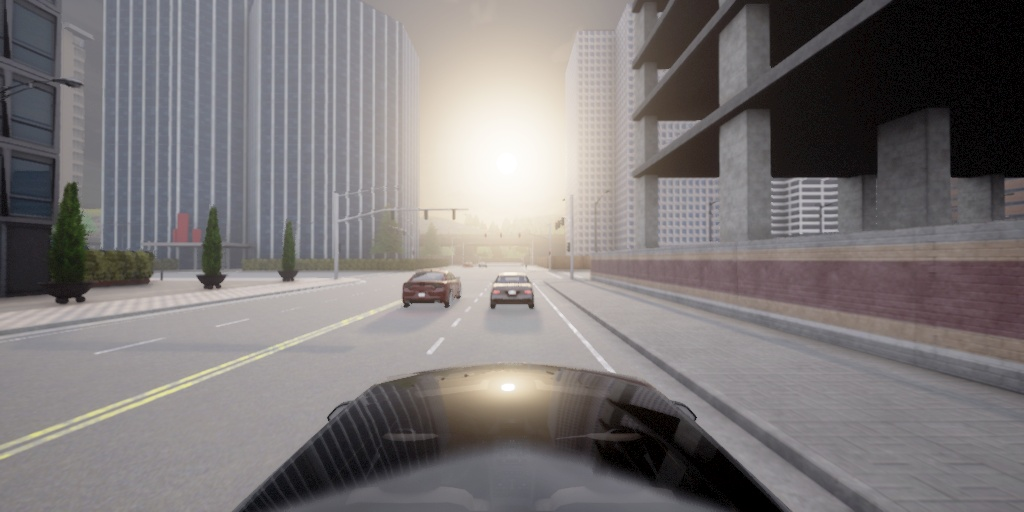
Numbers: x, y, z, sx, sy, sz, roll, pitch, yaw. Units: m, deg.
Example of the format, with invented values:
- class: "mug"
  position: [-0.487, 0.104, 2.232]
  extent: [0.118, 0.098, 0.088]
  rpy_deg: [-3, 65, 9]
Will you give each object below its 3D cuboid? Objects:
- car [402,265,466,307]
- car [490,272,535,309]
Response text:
- class: "car"
  position: [-3.487, 1.365, 16.336]
  extent: [1.882, 1.535, 5.008]
  rpy_deg: [0, 0, 0]
- class: "car"
  position: [0.009, 1.430, 15.840]
  extent: [2.033, 1.411, 5.357]
  rpy_deg: [0, -1, 0]
